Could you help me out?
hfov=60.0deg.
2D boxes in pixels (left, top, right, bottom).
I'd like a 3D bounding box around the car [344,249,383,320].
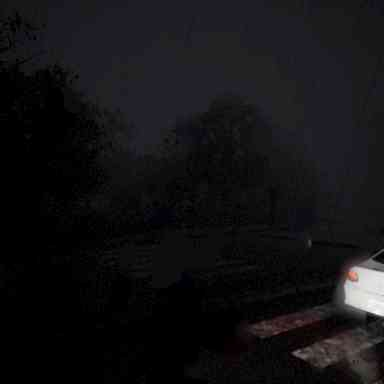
[{"bbox_3d":[4.829,1.569,6.174,4.674,1.442,1.812,0,-1,-29],"label":"car"}]
